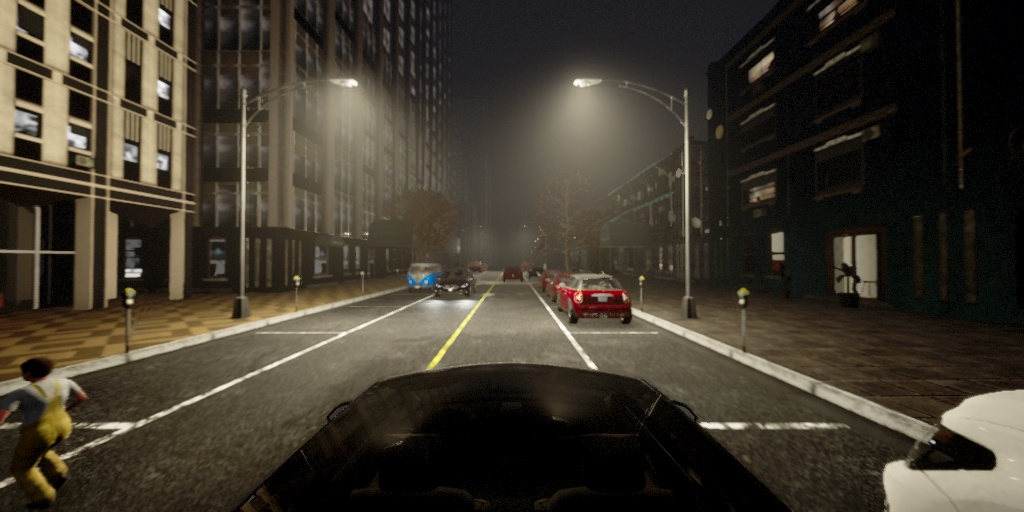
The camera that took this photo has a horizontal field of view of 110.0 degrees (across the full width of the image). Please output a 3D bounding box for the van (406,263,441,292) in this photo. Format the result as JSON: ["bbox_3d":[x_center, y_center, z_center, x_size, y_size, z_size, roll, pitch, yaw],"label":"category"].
[{"bbox_3d":[-5.693,1.368,23.663,1.690,1.789,3.998,0,0,0],"label":"van"}]

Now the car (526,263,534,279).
[{"bbox_3d":[2.686,1.808,40.272,1.948,1.339,4.313,0,0,0],"label":"car"}]

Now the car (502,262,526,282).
[{"bbox_3d":[0.094,1.644,34.468,1.882,1.535,5.008,0,-1,0],"label":"car"}]

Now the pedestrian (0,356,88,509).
[{"bbox_3d":[-3.769,1.340,2.907,0.375,1.300,0.375,0,-1,2],"label":"pedestrian"}]

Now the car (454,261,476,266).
[{"bbox_3d":[-5.695,1.557,40.273,2.192,1.841,5.009,0,0,0],"label":"car"}]

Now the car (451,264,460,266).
[{"bbox_3d":[-5.694,1.643,29.200,1.888,1.381,4.507,0,0,0],"label":"car"}]

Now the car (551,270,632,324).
[{"bbox_3d":[2.689,1.326,12.589,1.967,1.591,4.097,0,0,0],"label":"car"}]

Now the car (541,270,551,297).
[{"bbox_3d":[2.689,1.539,18.126,1.802,1.307,4.207,0,0,0],"label":"car"}]

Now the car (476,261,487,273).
[{"bbox_3d":[-5.697,1.777,56.882,2.192,1.841,5.009,0,0,0],"label":"car"}]

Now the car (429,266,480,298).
[{"bbox_3d":[-3.102,1.491,20.471,1.837,1.490,4.892,0,-1,0],"label":"car"}]

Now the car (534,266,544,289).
[{"bbox_3d":[2.688,1.572,23.663,1.888,1.381,4.507,0,0,0],"label":"car"}]
